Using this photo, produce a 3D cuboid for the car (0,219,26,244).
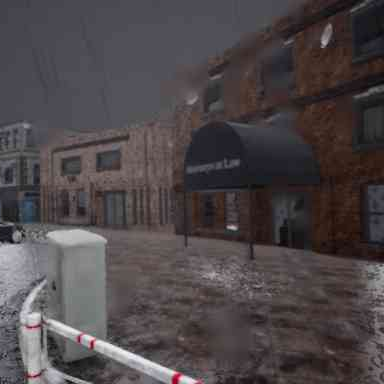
[{"bbox_3d":[-9.861,1.770,15.198,2.231,1.521,4.892,-1,-1,14],"label":"car"}]
